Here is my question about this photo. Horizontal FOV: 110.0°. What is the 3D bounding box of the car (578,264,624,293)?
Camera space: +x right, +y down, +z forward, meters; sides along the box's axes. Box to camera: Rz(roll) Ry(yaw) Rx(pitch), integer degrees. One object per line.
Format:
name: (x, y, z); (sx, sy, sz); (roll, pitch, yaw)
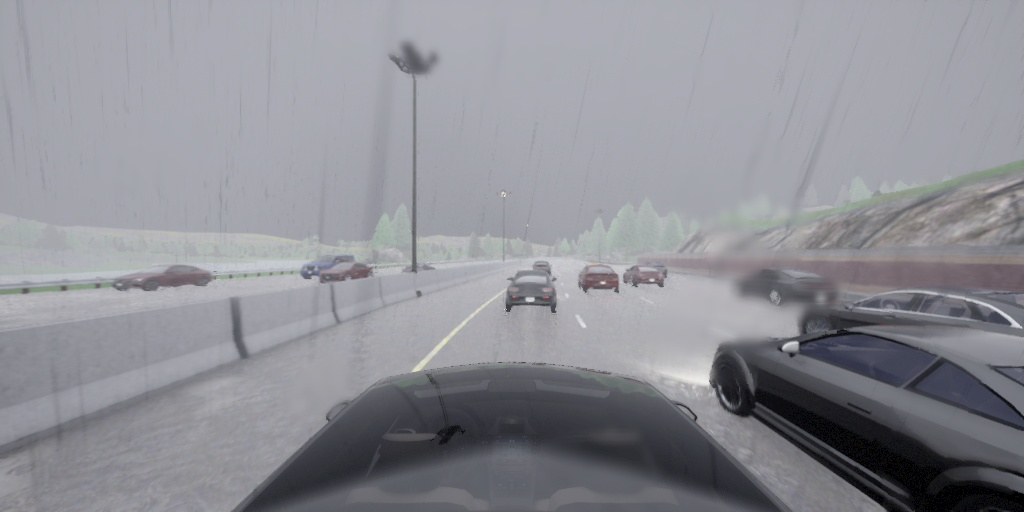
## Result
car: (4.962, 1.239, 21.048); (1.882, 1.535, 5.008); (0, 0, 6)

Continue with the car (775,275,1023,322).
car: (7.273, 1.263, 6.011); (2.128, 1.511, 4.902); (0, 0, 2)

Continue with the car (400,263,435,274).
car: (-8.233, 1.282, 31.576); (1.994, 1.385, 4.181); (0, 0, 6)

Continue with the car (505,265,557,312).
car: (0.799, 1.276, 14.204); (1.812, 1.442, 4.674); (0, 0, 5)

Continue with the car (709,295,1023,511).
car: (3.715, 1.325, 3.296); (1.994, 1.385, 4.181); (0, 0, 1)

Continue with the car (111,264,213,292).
car: (-19.918, 1.210, 20.738); (1.812, 1.442, 4.674); (0, 0, 6)

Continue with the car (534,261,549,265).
car: (2.986, 1.257, 36.040); (1.837, 1.490, 4.892); (0, 0, 6)

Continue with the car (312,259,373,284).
car: (-12.252, 1.184, 26.806); (1.882, 1.535, 5.008); (0, 0, 6)

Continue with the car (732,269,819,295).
car: (11.446, 1.288, 15.428); (1.837, 1.490, 4.892); (0, 0, 5)

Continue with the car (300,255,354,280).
car: (-15.381, 0.918, 30.530); (2.150, 2.045, 5.566); (0, 0, 6)

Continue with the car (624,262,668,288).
car: (8.786, 1.298, 24.201); (1.812, 1.442, 4.674); (0, 0, 6)
